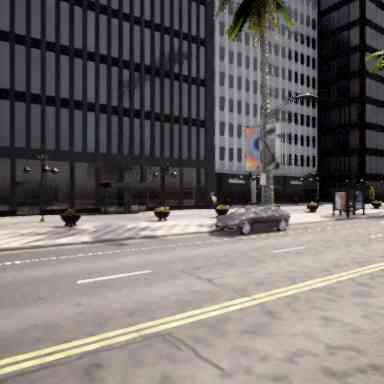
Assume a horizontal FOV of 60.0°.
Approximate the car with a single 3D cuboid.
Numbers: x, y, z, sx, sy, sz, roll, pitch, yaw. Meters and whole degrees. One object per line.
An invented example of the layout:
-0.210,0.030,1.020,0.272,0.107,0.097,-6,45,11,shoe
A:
3.495,1.487,18.749,4.892,1.521,2.231,0,0,-35,car
